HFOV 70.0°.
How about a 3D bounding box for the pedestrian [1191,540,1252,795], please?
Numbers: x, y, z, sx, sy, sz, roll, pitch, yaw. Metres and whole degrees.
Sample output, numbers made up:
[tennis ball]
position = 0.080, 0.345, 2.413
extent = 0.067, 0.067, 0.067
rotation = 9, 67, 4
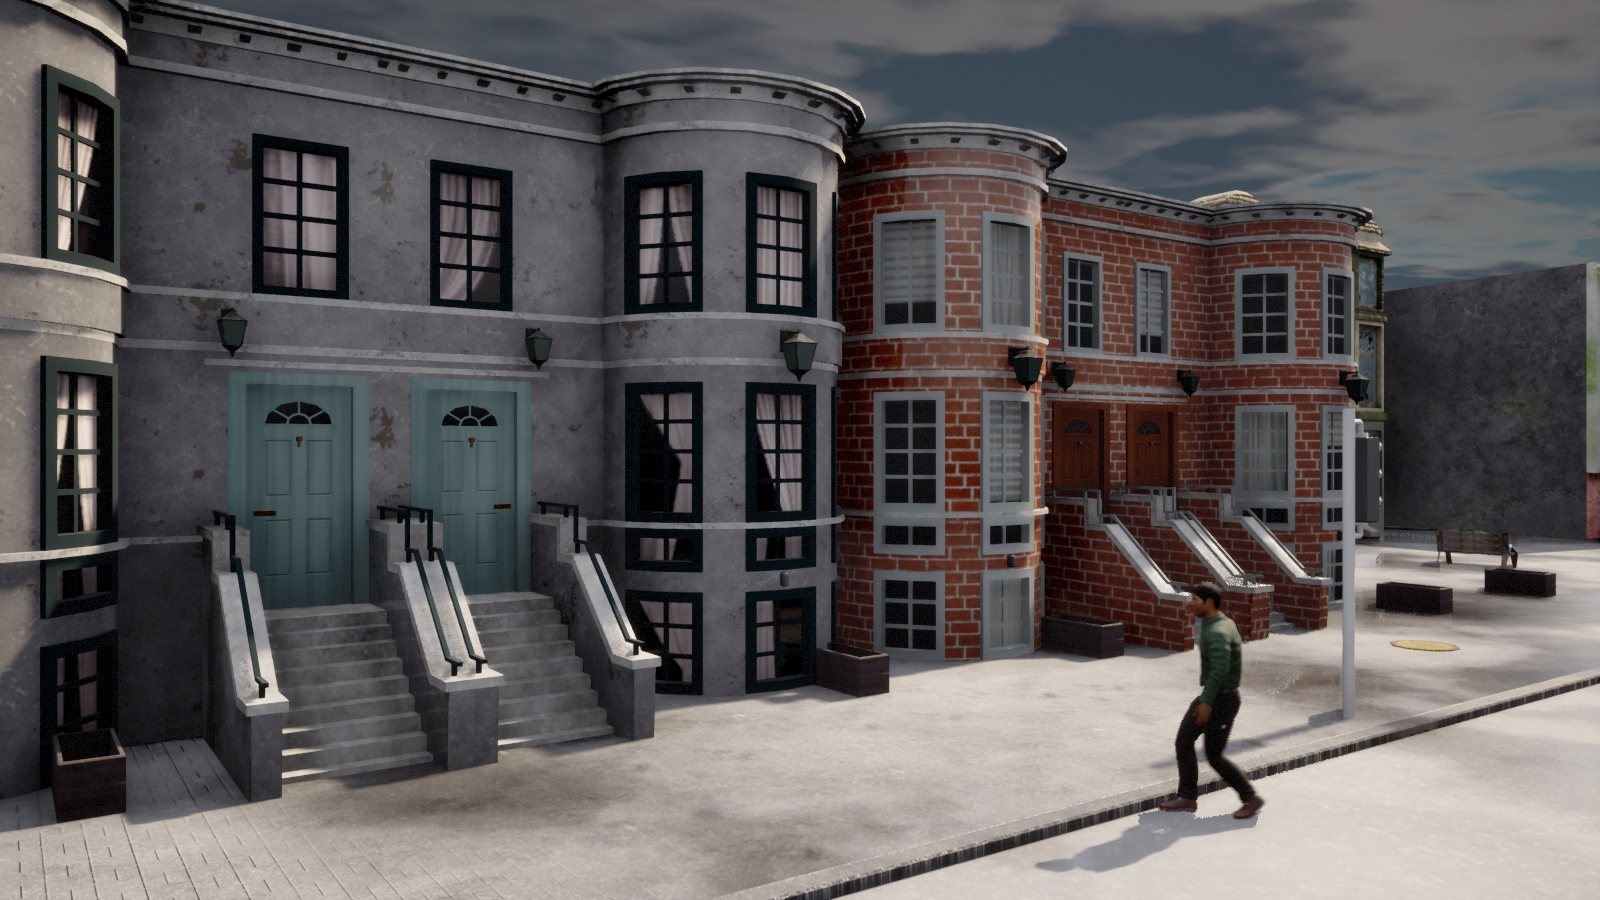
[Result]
[pedestrian]
position = 3.201, 1.629, 8.695
extent = 0.375, 1.860, 0.375
rotation = 0, 0, 10
